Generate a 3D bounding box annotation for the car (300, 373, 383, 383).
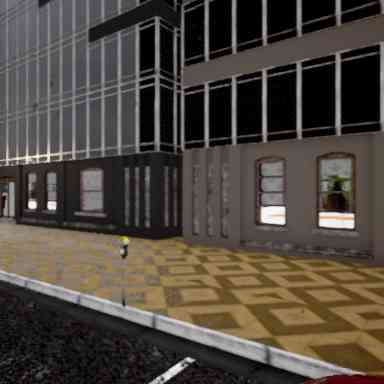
[{"bbox_3d":[2.302,1.582,1.233,4.206,1.307,1.802,0,0,35],"label":"car"}]
